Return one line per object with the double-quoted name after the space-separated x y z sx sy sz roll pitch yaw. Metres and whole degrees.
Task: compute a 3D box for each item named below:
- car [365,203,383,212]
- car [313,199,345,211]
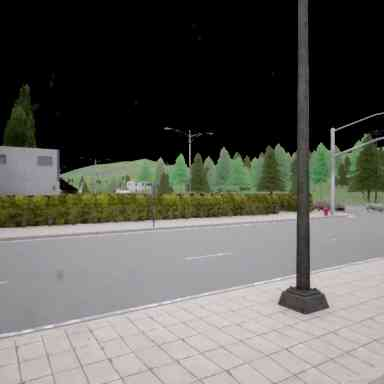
21.724 1.601 36.484 1.895 1.301 4.718 0 0 -34 "car"
15.774 1.564 39.201 1.994 1.385 4.181 0 0 -33 "car"
